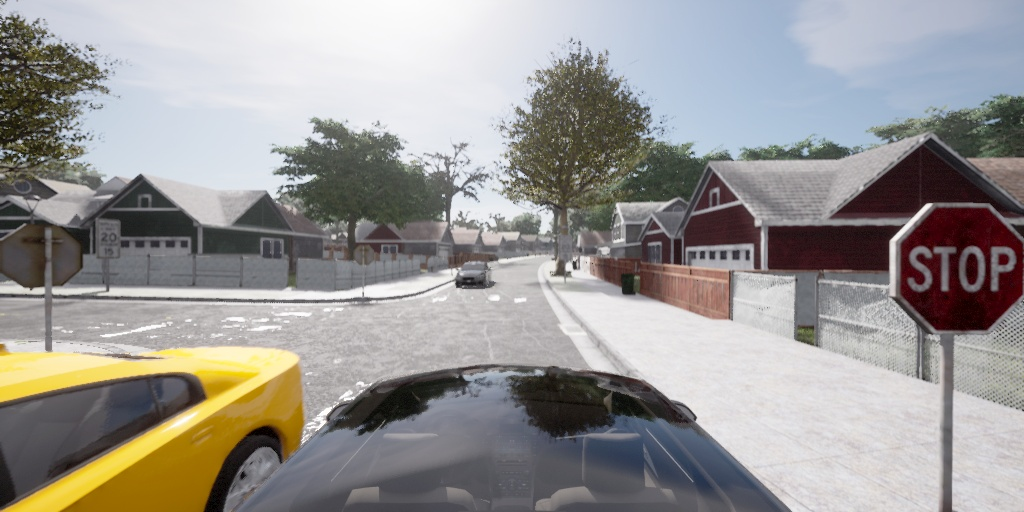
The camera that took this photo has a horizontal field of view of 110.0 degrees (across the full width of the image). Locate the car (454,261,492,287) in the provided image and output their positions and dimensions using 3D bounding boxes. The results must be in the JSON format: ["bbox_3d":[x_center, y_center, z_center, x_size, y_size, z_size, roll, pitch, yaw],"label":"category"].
[{"bbox_3d":[-2.323,1.112,22.444,1.837,1.490,4.892,0,1,3],"label":"car"}]

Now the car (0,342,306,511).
[{"bbox_3d":[-2.718,1.235,1.046,1.882,1.535,5.008,0,0,0],"label":"car"}]
